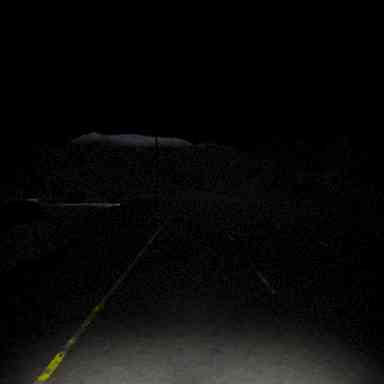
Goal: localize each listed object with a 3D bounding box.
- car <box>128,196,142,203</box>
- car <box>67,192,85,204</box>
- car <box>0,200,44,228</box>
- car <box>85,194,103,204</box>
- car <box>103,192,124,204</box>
[{"bbox_3d":[-10.512,1.436,61.094,1.895,1.301,4.718,0,-1,1],"label":"car"},{"bbox_3d":[-21.006,1.057,60.910,2.150,2.045,5.566,0,0,0],"label":"car"},{"bbox_3d":[-10.593,1.287,19.883,1.837,1.490,4.892,0,0,0],"label":"car"},{"bbox_3d":[-17.514,1.312,61.029,1.882,1.535,5.008,0,0,1],"label":"car"},{"bbox_3d":[-14.014,1.059,61.078,2.150,2.045,5.566,0,0,1],"label":"car"}]
